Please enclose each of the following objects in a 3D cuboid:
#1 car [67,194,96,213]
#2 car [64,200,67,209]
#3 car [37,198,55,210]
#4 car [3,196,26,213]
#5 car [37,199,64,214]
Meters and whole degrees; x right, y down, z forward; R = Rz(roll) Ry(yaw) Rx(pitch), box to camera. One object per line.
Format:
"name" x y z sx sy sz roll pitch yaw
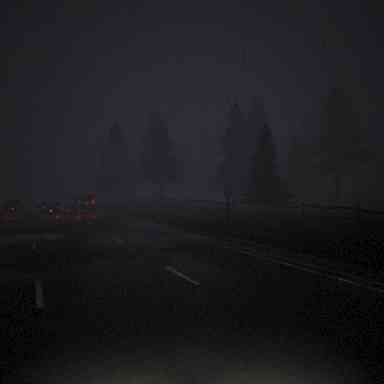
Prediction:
"car" -12.317 1.221 37.468 2.150 2.045 5.566 0 0 -26
"car" -16.581 1.526 46.124 1.812 1.442 4.674 0 0 -26
"car" -19.037 1.564 43.332 1.994 1.385 4.181 0 0 -27
"car" -20.060 1.505 37.490 1.837 1.490 4.892 0 0 -26
"car" -15.171 1.601 35.481 1.895 1.301 4.718 0 0 -26
